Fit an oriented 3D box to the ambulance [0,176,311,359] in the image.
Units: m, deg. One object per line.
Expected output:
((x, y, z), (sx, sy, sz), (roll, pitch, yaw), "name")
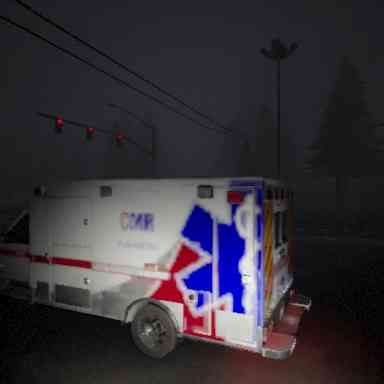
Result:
((-1.295, 1.031, 6.085), (6.366, 2.431, 2.351), (0, 0, 26), "ambulance")
